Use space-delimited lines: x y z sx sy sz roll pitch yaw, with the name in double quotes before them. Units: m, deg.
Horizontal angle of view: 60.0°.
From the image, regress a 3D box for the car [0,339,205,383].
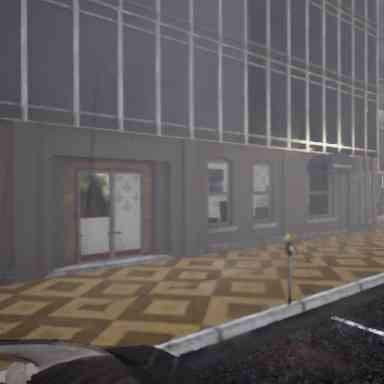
"car" -1.794 1.559 1.155 4.403 1.369 2.008 -1 1 -35
